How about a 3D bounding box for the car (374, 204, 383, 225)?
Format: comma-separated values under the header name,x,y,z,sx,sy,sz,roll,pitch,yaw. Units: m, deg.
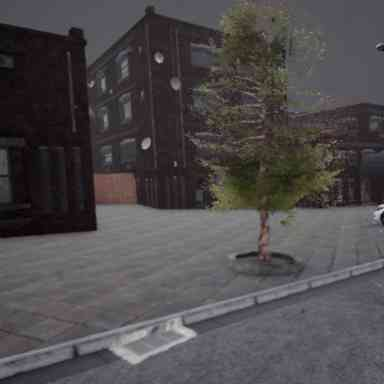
name,x,y,z,sx,sy,sz,roll,pitch,yaw
car,13.322,1.043,18.534,2.435,2.045,5.566,-1,0,-35
